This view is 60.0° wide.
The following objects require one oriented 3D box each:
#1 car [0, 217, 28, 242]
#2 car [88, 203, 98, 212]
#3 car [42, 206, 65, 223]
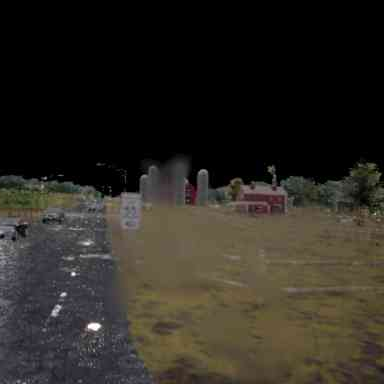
[{"bbox_3d":[-12.651,2.516,22.919,2.128,1.511,4.902,2,-3,-15],"label":"car"},{"bbox_3d":[-24.968,3.954,83.543,2.097,1.767,4.553,2,-1,-15],"label":"car"},{"bbox_3d":[-17.966,2.937,43.398,2.150,2.045,5.566,2,-2,-15],"label":"car"}]
